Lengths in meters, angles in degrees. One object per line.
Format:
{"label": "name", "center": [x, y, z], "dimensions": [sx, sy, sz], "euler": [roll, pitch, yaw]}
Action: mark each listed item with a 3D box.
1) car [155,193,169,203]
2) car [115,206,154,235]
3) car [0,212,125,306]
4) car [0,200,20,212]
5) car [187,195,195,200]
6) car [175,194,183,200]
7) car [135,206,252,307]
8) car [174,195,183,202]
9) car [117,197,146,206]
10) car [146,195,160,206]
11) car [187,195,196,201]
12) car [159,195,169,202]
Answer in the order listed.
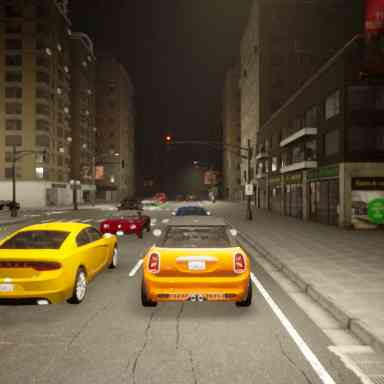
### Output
{"label": "car", "center": [-6.653, 1.253, 68.714], "dimensions": [2.150, 2.045, 5.566], "euler": [0, 0, 0]}
{"label": "car", "center": [-3.288, 1.602, 17.404], "dimensions": [1.895, 1.301, 4.718], "euler": [0, 0, 0]}
{"label": "car", "center": [-3.167, 1.478, 8.148], "dimensions": [1.882, 1.535, 5.008], "euler": [0, 0, 0]}
{"label": "car", "center": [-22.233, 1.595, 38.484], "dimensions": [4.313, 1.339, 1.947], "euler": [0, 0, 0]}
{"label": "car", "center": [-0.200, 1.479, 90.776], "dimensions": [2.033, 1.411, 5.357], "euler": [0, 0, 0]}
{"label": "car", "center": [-3.450, 1.417, 90.768], "dimensions": [1.882, 1.535, 5.008], "euler": [0, 0, 0]}
{"label": "car", "center": [0.082, 1.353, 8.140], "dimensions": [2.097, 1.767, 4.553], "euler": [0, 0, 0]}
{"label": "car", "center": [-3.426, 1.539, 80.347], "dimensions": [1.837, 1.490, 4.892], "euler": [0, 0, 0]}
{"label": "car", "center": [-6.680, 1.360, 36.078], "dimensions": [2.097, 1.767, 4.553], "euler": [0, 0, 0]}
{"label": "car", "center": [-6.709, 1.619, 52.528], "dimensions": [1.895, 1.301, 4.718], "euler": [0, 0, 0]}
{"label": "car", "center": [-0.177, 1.395, 80.740], "dimensions": [2.097, 1.767, 4.553], "euler": [0, 0, 0]}
{"label": "car", "center": [-6.677, 1.562, 80.063], "dimensions": [2.128, 1.511, 4.902], "euler": [0, 0, 0]}
